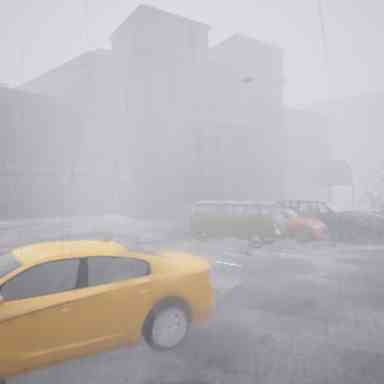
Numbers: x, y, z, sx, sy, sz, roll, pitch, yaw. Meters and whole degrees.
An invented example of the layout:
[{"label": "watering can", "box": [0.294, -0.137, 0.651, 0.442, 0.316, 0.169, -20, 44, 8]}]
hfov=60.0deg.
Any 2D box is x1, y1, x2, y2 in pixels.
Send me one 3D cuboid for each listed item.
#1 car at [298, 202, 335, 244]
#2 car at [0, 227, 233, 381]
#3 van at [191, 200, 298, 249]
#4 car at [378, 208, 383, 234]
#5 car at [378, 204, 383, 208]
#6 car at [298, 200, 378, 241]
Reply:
[{"label": "car", "box": [4.442, 1.530, 16.814, 4.553, 1.767, 2.185, 0, -2, 34]}, {"label": "car", "box": [-2.016, 1.476, 4.700, 5.008, 1.535, 1.882, 0, 0, -32]}, {"label": "van", "box": [2.139, 1.359, 14.982, 4.442, 1.987, 1.878, 0, -1, 34]}, {"label": "car", "box": [9.293, 1.853, 20.305, 4.792, 1.488, 2.163, 0, -2, 34]}, {"label": "car", "box": [14.194, 1.890, 23.781, 4.553, 1.767, 2.185, 0, -2, 34]}, {"label": "car", "box": [6.925, 1.486, 18.540, 5.566, 2.045, 2.435, 0, -2, 34]}]
